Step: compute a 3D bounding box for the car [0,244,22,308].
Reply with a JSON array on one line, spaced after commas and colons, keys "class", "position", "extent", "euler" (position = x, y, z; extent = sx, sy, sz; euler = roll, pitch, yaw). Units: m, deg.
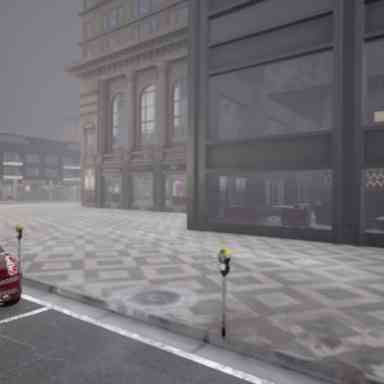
[{"class": "car", "position": [-5.191, 1.373, 6.533], "extent": [4.097, 1.590, 1.967], "euler": [1, 0, 35]}]
